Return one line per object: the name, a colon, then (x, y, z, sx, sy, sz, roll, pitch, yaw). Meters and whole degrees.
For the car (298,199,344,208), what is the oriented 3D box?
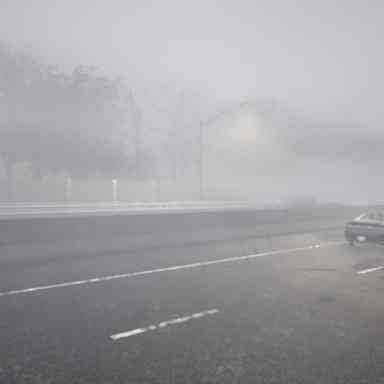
car: (12.011, 1.625, 29.752, 4.892, 1.490, 1.837, 0, 0, -35)

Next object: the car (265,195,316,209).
car: (10.139, 1.343, 32.716, 5.566, 2.045, 2.150, 0, 0, -35)

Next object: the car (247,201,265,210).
car: (7.778, 1.684, 35.329, 4.181, 1.385, 1.994, 0, 0, -35)

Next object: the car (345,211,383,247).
car: (8.402, 1.558, 14.040, 4.902, 1.511, 2.128, 0, 0, -35)
